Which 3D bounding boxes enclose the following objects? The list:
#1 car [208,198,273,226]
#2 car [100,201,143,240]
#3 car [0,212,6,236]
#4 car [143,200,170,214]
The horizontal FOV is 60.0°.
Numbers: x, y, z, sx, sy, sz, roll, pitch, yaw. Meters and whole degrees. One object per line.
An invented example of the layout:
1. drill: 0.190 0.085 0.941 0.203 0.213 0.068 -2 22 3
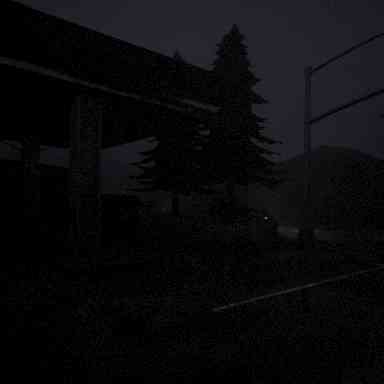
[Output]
1. car: 3.561 1.470 25.611 2.150 2.045 5.566 1 0 -36
2. car: -4.603 1.445 18.243 1.905 1.878 3.866 1 0 -36
3. car: -11.735 1.519 18.420 2.242 1.667 4.611 1 0 -36
4. car: -4.227 1.647 36.572 2.128 1.511 4.902 1 0 -35
